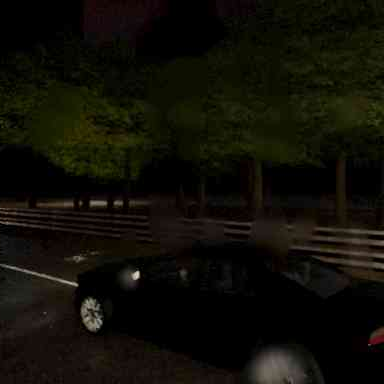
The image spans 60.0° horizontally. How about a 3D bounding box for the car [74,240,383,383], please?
[{"bbox_3d":[0.299,1.470,4.943,5.008,1.535,1.882,0,0,35],"label":"car"}]
